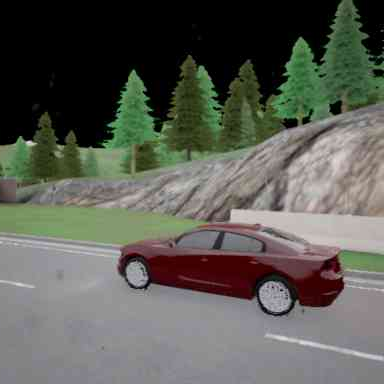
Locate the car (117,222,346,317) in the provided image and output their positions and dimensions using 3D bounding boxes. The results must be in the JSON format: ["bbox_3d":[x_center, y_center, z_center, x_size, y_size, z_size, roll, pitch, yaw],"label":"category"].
[{"bbox_3d":[0.637,1.413,7.348,5.008,1.535,1.882,1,0,28],"label":"car"}]
